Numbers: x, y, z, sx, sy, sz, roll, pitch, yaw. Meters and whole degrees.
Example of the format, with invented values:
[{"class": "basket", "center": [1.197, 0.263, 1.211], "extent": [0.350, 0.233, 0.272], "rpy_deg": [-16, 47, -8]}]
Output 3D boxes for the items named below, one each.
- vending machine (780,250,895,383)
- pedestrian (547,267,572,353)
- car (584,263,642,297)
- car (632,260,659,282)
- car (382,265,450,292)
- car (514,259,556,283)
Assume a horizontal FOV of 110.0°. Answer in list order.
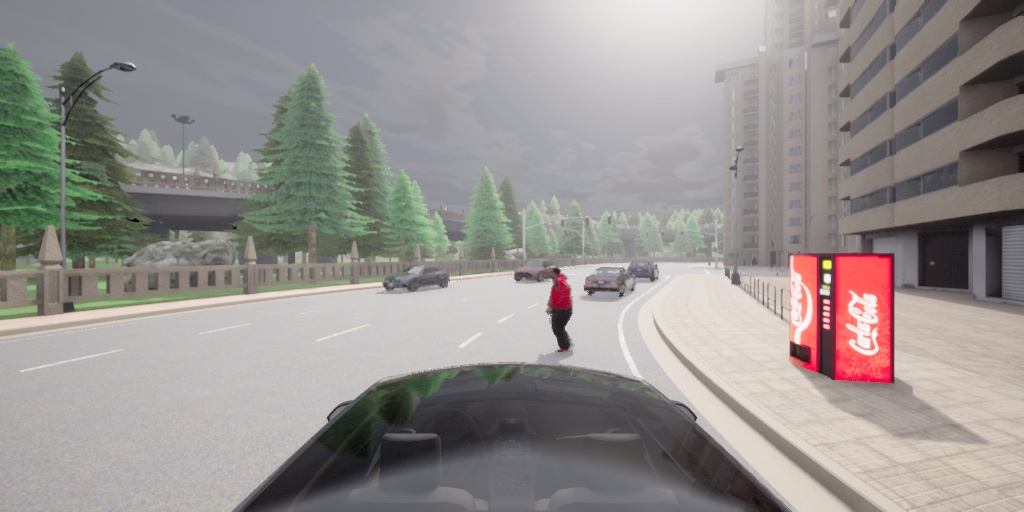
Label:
[{"class": "vending machine", "center": [5.238, 0.944, 5.788], "extent": [1.100, 2.100, 0.880], "rpy_deg": [0, 0, 10]}, {"class": "pedestrian", "center": [0.986, 1.041, 7.386], "extent": [0.375, 1.860, 0.375], "rpy_deg": [0, 0, 11]}, {"class": "car", "center": [5.363, 1.289, 19.188], "extent": [2.033, 1.411, 5.357], "rpy_deg": [0, 0, 27]}, {"class": "car", "center": [10.822, 1.090, 29.547], "extent": [2.097, 1.767, 4.553], "rpy_deg": [0, 0, 28]}, {"class": "car", "center": [-5.501, 1.267, 21.261], "extent": [1.812, 1.442, 4.674], "rpy_deg": [0, 0, 25]}, {"class": "car", "center": [1.917, 1.089, 28.085], "extent": [2.097, 1.767, 4.553], "rpy_deg": [0, 0, 28]}]
